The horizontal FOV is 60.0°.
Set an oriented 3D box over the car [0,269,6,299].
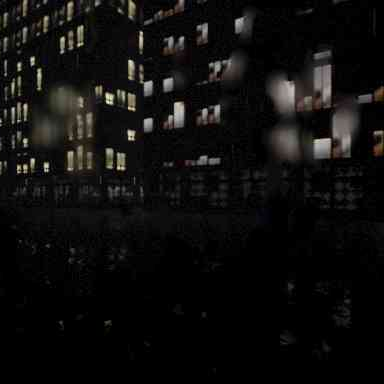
[{"bbox_3d":[-5.721,1.532,6.929,4.829,1.417,1.752,0,0,35],"label":"car"}]
